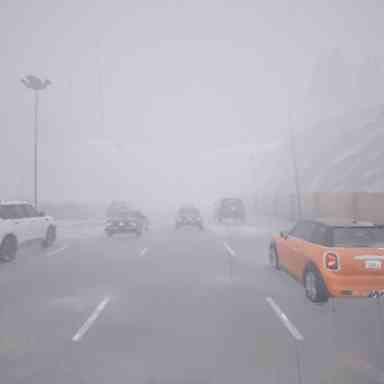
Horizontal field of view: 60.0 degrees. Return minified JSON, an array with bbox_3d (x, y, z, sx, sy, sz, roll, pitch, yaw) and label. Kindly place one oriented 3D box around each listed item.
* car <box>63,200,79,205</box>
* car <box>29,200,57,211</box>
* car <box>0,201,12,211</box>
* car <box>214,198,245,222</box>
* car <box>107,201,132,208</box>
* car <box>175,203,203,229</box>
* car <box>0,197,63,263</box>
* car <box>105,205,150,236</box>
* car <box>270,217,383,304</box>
[{"bbox_3d":[-18.201,1.915,49.137,1.882,1.535,5.008,0,-1,-1],"label":"car"},{"bbox_3d":[-21.700,1.903,48.792,1.882,1.535,5.008,0,-1,-1],"label":"car"},{"bbox_3d":[-28.700,1.996,49.164,1.994,1.385,4.181,0,-1,-1],"label":"car"},{"bbox_3d":[3.200,1.498,28.960,2.150,2.045,5.566,0,-1,-1],"label":"car"},{"bbox_3d":[-7.384,1.663,34.600,2.097,1.767,4.553,0,-1,-1],"label":"car"},{"bbox_3d":[-0.218,1.765,23.246,2.033,1.411,5.357,0,-1,-1],"label":"car"},{"bbox_3d":[-7.063,1.328,12.460,2.150,2.045,5.566,0,-1,-1],"label":"car"},{"bbox_3d":[-3.664,1.725,19.533,2.033,1.411,5.357,0,-1,-1],"label":"car"},{"bbox_3d":[3.486,1.438,8.554,2.097,1.767,4.553,0,-1,-1],"label":"car"}]
